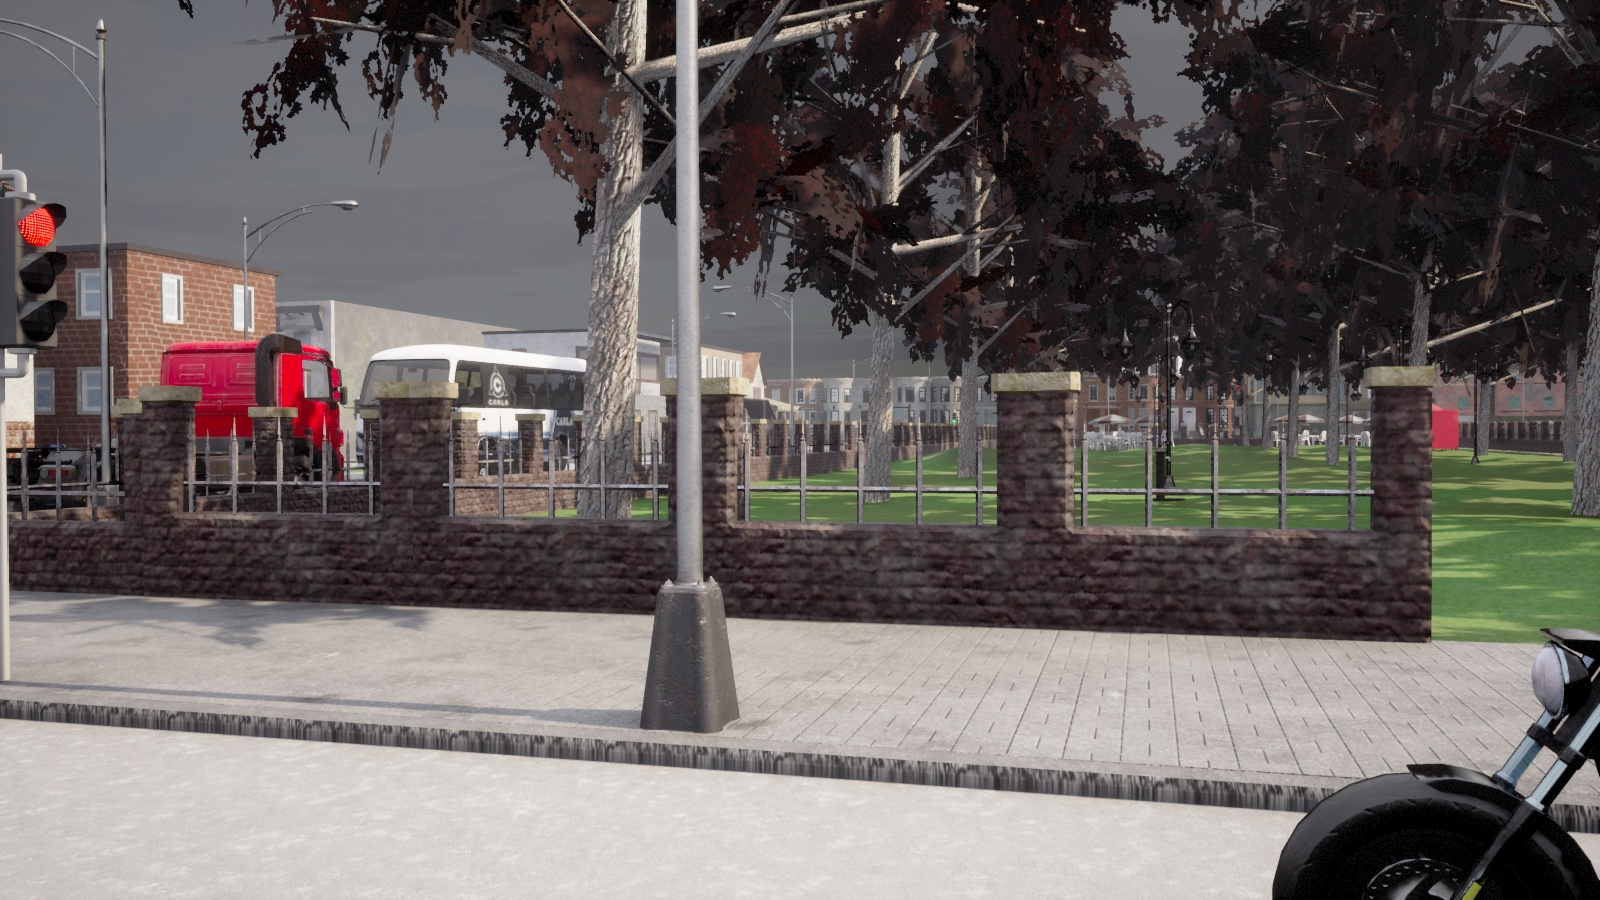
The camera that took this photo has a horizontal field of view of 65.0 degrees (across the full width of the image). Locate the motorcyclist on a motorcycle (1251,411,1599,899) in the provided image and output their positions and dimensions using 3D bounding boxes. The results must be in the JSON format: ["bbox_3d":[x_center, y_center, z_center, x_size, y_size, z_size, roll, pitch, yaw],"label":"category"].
[{"bbox_3d":[2.336,0.739,2.921,2.350,1.649,0.766,0,1,14],"label":"motorcyclist on a motorcycle"}]

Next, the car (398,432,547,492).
[{"bbox_3d":[-8.700,0.257,33.847,1.837,1.490,4.892,0,1,13],"label":"car"}]

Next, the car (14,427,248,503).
[{"bbox_3d":[-14.615,0.274,27.778,2.007,1.525,4.514,0,1,15],"label":"car"}]

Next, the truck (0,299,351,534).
[{"bbox_3d":[-11.640,-0.563,22.734,2.891,3.462,7.936,0,1,12],"label":"truck"}]

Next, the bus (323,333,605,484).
[{"bbox_3d":[-10.463,-1.243,40.855,3.944,4.253,10.273,1,1,18],"label":"bus"}]
